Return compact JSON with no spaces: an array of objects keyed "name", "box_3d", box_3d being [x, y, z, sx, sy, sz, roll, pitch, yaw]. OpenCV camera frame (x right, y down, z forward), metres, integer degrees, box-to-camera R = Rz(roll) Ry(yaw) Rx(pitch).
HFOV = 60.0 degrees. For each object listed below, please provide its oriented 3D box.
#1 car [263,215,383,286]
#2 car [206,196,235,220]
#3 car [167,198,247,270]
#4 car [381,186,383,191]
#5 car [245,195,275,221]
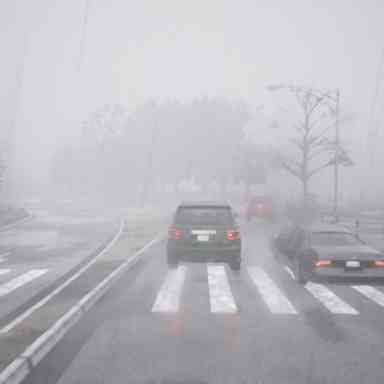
[{"name":"car","box_3d":[3.608,1.629,9.712,2.033,1.411,5.357,0,0,3]},{"name":"car","box_3d":[2.567,1.287,28.743,2.097,1.767,4.553,1,2,10]},{"name":"car","box_3d":[0.461,1.309,11.475,2.150,2.045,5.566,0,0,3]},{"name":"car","box_3d":[43.038,-0.978,71.598,2.185,1.767,4.553,-1,3,-11]},{"name":"car","box_3d":[5.567,1.213,27.243,2.150,2.045,5.566,0,2,10]}]
